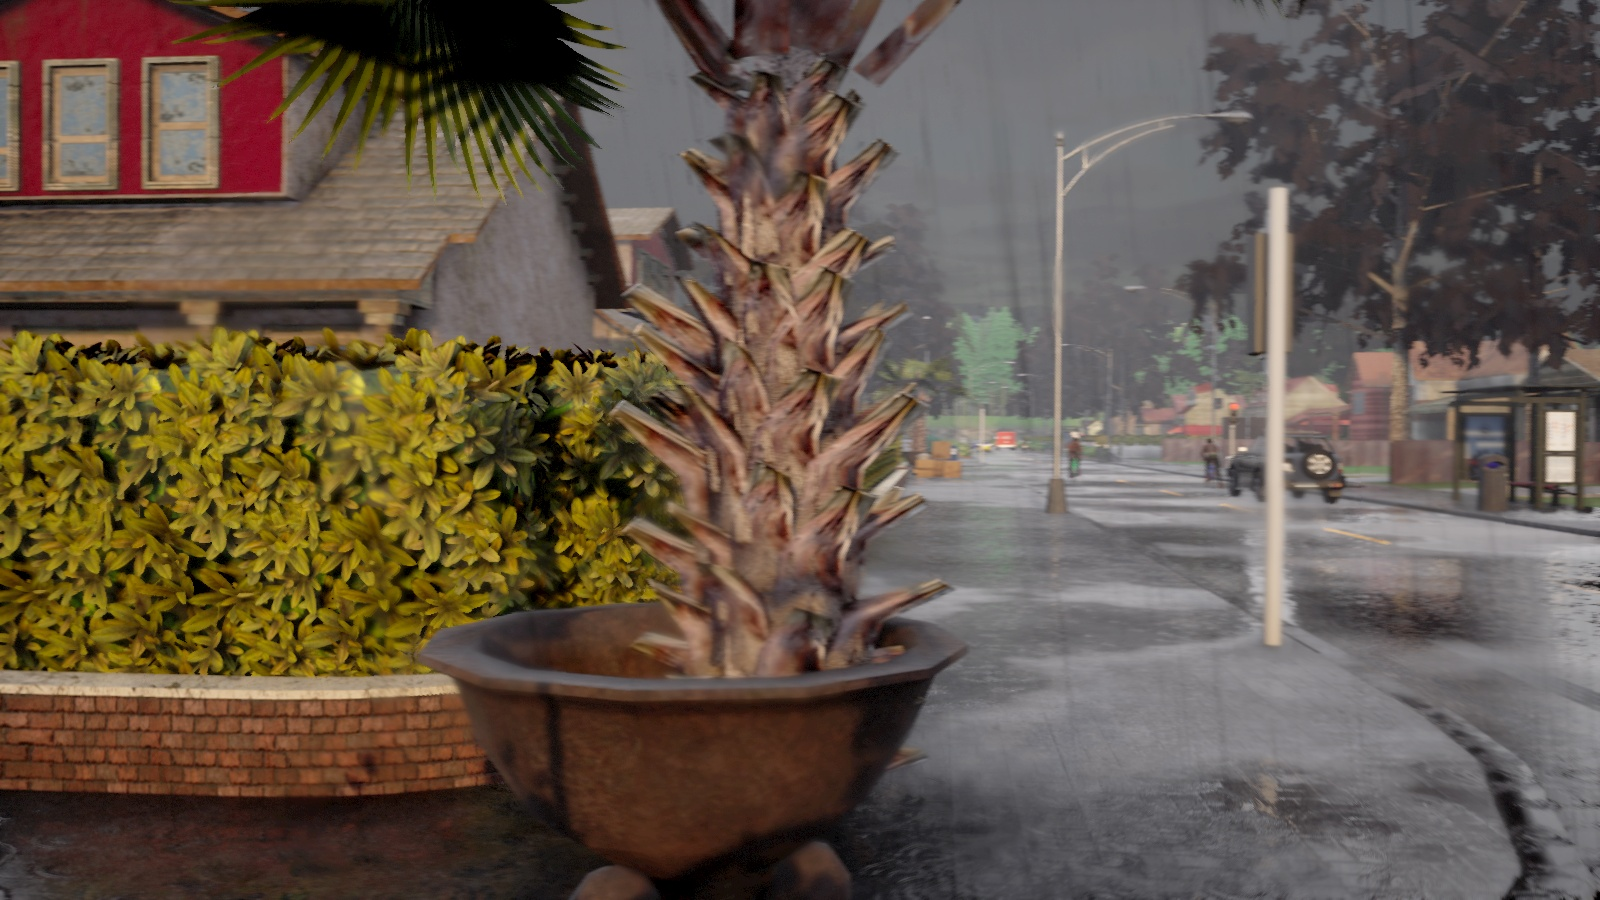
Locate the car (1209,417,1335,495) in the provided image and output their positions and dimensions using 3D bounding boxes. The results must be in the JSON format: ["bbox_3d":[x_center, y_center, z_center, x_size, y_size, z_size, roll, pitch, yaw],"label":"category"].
[{"bbox_3d":[12.138,0.122,32.604,1.932,1.855,4.605,-1,1,6],"label":"car"}]
